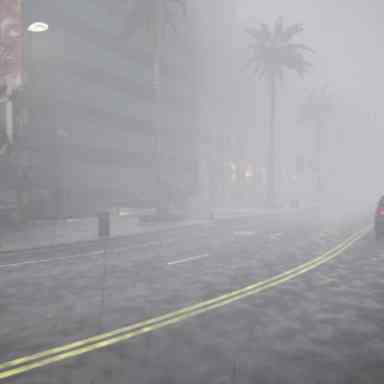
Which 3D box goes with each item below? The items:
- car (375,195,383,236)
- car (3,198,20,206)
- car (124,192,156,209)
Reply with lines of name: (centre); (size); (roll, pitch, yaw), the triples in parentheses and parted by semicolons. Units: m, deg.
car: (10.755, 1.089, 16.925); (2.150, 2.045, 5.566); (-1, 0, 35)
car: (-31.071, 1.761, 59.260); (2.161, 1.482, 4.786); (-1, 0, 35)
car: (-6.104, 1.086, 42.453); (2.435, 2.045, 5.566); (-1, 0, 35)
